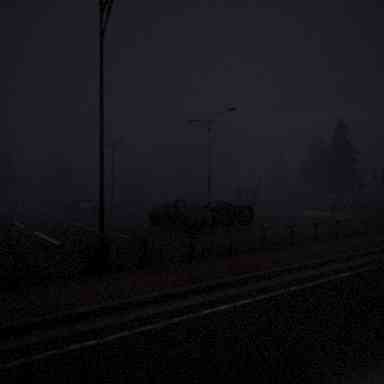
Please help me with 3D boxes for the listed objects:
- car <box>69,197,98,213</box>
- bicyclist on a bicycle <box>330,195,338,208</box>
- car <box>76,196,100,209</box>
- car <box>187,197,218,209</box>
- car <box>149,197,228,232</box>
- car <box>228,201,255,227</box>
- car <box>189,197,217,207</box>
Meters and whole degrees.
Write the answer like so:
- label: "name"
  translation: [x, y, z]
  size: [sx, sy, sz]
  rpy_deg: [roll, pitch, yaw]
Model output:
- label: "car"
  translation: [-11.367, 1.359, 34.584]
  size: [1.970, 1.475, 3.806]
  rpy_deg: [0, 0, -36]
- label: "bicyclist on a bicycle"
  translation: [16.288, 1.217, 38.180]
  size: [1.656, 1.620, 0.582]
  rpy_deg: [-1, 0, -36]
- label: "car"
  translation: [-13.296, 1.342, 42.344]
  size: [1.845, 1.501, 3.633]
  rpy_deg: [0, 0, -36]
- label: "car"
  translation: [1.406, 1.460, 45.801]
  size: [1.812, 1.442, 4.674]
  rpy_deg: [0, 0, -36]
- label: "car"
  translation: [-0.556, 1.305, 19.366]
  size: [2.152, 1.636, 5.027]
  rpy_deg: [0, 0, -36]
- label: "car"
  translation: [1.956, 1.307, 21.246]
  size: [2.007, 1.523, 4.514]
  rpy_deg: [0, 0, -36]
- label: "car"
  translation: [1.662, 1.527, 51.475]
  size: [1.895, 1.301, 4.718]
  rpy_deg: [0, 0, -36]
